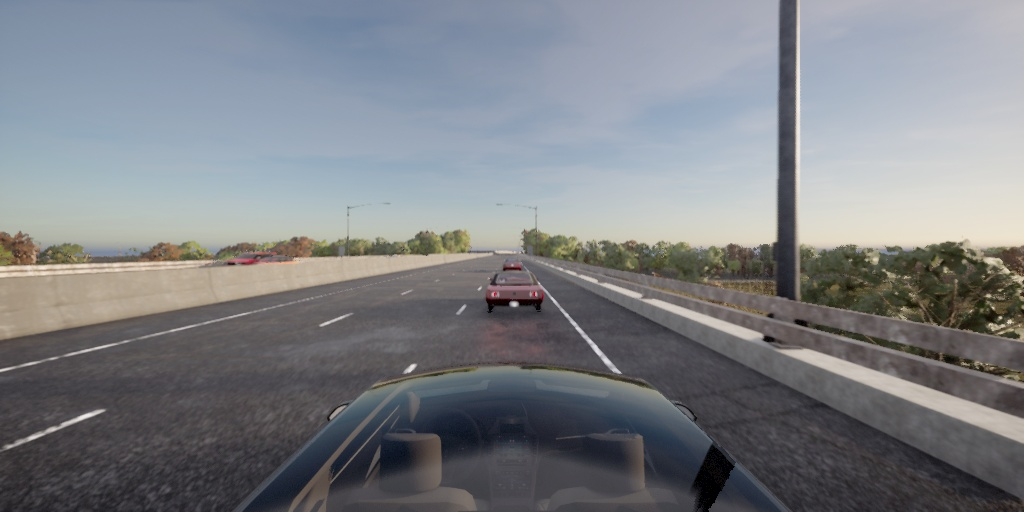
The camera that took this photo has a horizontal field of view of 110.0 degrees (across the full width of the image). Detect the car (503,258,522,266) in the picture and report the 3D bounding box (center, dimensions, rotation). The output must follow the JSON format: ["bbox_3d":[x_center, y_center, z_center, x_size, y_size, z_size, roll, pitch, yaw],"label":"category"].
[{"bbox_3d":[0.041,0.889,38.759,1.994,1.385,4.181,0,1,0],"label":"car"}]

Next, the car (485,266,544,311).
[{"bbox_3d":[0.079,1.215,13.557,1.895,1.301,4.718,0,1,0],"label":"car"}]

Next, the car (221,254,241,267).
[{"bbox_3d":[-24.632,0.653,34.117,2.150,2.045,5.566,0,0,0],"label":"car"}]

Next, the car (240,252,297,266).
[{"bbox_3d":[-21.134,0.800,31.810,2.097,1.767,4.553,0,1,0],"label":"car"}]

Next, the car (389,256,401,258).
[{"bbox_3d":[-17.570,0.689,53.056,2.128,1.511,4.902,0,1,-4],"label":"car"}]
